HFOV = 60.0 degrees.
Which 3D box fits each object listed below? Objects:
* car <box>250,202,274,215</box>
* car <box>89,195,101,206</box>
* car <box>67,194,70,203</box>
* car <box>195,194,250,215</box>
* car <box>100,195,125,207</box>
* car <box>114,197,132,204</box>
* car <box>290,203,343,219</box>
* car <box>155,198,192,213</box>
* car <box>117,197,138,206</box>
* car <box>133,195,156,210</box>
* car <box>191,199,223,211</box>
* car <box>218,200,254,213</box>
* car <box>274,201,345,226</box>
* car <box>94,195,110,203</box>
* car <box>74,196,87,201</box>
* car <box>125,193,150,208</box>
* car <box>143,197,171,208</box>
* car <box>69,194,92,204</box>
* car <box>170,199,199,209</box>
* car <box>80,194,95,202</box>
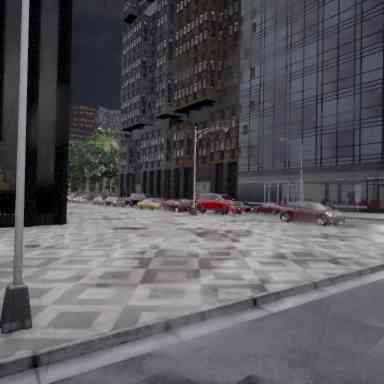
[{"bbox_3d":[8.424,1.739,35.680,1.802,1.307,4.206,2,-1,-36],"label":"car"},{"bbox_3d":[-14.480,1.528,53.033,1.802,1.307,4.206,2,-1,-36],"label":"car"},{"bbox_3d":[-24.060,1.386,66.422,1.967,1.590,4.097,2,-1,-36],"label":"car"},{"bbox_3d":[2.800,1.229,33.485,2.150,2.045,5.566,2,-2,-36],"label":"car"},{"bbox_3d":[-11.283,1.386,48.573,1.967,1.590,4.097,2,-1,-36],"label":"car"},{"bbox_3d":[-13.933,1.736,66.911,1.947,1.339,4.313,2,-1,-36],"label":"car"},{"bbox_3d":[11.618,1.719,31.219,1.947,1.339,4.313,2,-1,-36],"label":"car"},{"bbox_3d":[-1.701,1.481,35.185,1.887,1.381,4.507,2,-1,-36],"label":"car"},{"bbox_3d":[-11.414,1.624,58.650,1.812,1.442,4.674,2,-1,-36],"label":"car"},{"bbox_3d":[-4.796,1.465,39.509,1.752,1.417,4.829,2,-1,-36],"label":"car"},{"bbox_3d":[1.938,1.689,44.742,1.752,1.417,4.829,2,-1,-36],"label":"car"},{"bbox_3d":[5.231,1.726,40.141,1.947,1.339,4.313,2,-1,-36],"label":"car"},{"bbox_3d":[7.866,1.367,21.826,1.967,1.590,4.097,2,-1,-37],"label":"car"},{"bbox_3d":[-20.492,1.512,75.438,2.097,1.767,4.553,2,-1,-36],"label":"car"},{"bbox_3d":[-30.000,1.693,89.356,1.752,1.417,4.829,2,-1,-36],"label":"car"},{"bbox_3d":[-6.928,1.237,47.137,2.150,2.045,5.566,2,-1,-35],"label":"car"},{"bbox_3d":[-5.324,1.588,50.216,2.128,1.511,4.902,2,-1,-35],"label":"car"},{"bbox_3d":[-20.769,1.472,61.820,1.752,1.417,4.829,2,-1,-36],"label":"car"},{"bbox_3d":[-1.157,1.717,49.064,2.008,1.369,4.403,2,-1,-36],"label":"car"},{"bbox_3d":[-26.703,1.483,84.760,2.192,1.841,5.009,2,-1,-36],"label":"car"}]
